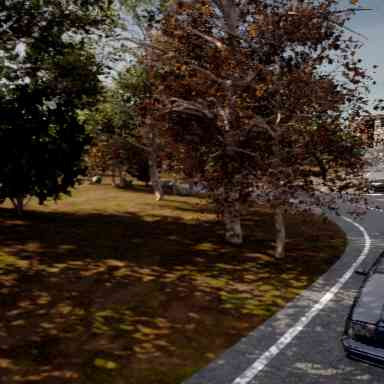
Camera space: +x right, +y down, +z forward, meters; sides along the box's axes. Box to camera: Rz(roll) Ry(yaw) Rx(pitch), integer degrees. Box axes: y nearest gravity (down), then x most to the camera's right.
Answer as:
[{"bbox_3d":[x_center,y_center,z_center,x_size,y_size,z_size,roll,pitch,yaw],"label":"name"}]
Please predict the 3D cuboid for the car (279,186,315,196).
[{"bbox_3d":[10.625,-0.343,34.651,4.181,1.385,1.994,2,6,35],"label":"car"}]

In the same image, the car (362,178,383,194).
[{"bbox_3d":[19.816,-0.634,34.436,4.892,1.490,1.837,-1,6,10],"label":"car"}]

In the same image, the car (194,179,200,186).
[{"bbox_3d":[0.896,-1.412,51.616,1.895,1.301,4.718,-2,5,-1],"label":"car"}]

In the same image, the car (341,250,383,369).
[{"bbox_3d":[3.999,1.473,5.522,2.033,1.411,5.357,2,2,36],"label":"car"}]
